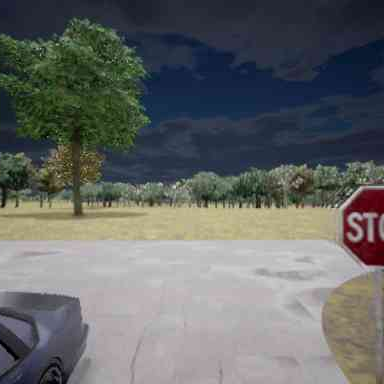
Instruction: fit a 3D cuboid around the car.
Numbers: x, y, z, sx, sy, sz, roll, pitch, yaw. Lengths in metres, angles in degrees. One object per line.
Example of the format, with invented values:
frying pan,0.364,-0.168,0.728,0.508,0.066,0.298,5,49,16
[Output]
car,-2.335,1.568,1.856,2.033,1.411,5.357,0,-1,4
